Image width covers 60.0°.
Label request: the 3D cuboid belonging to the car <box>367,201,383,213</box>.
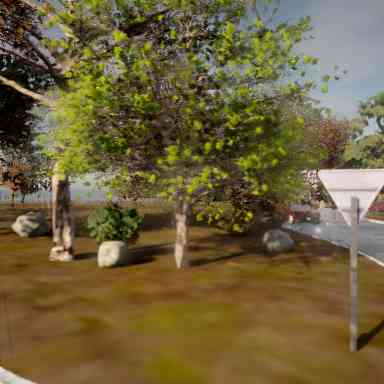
[{"bbox_3d":[22.235,1.710,39.383,4.181,1.385,1.994,1,0,-5],"label":"car"}]

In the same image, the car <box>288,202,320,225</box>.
[{"bbox_3d":[7.755,1.488,24.420,1.882,1.535,5.008,0,0,2],"label":"car"}]
